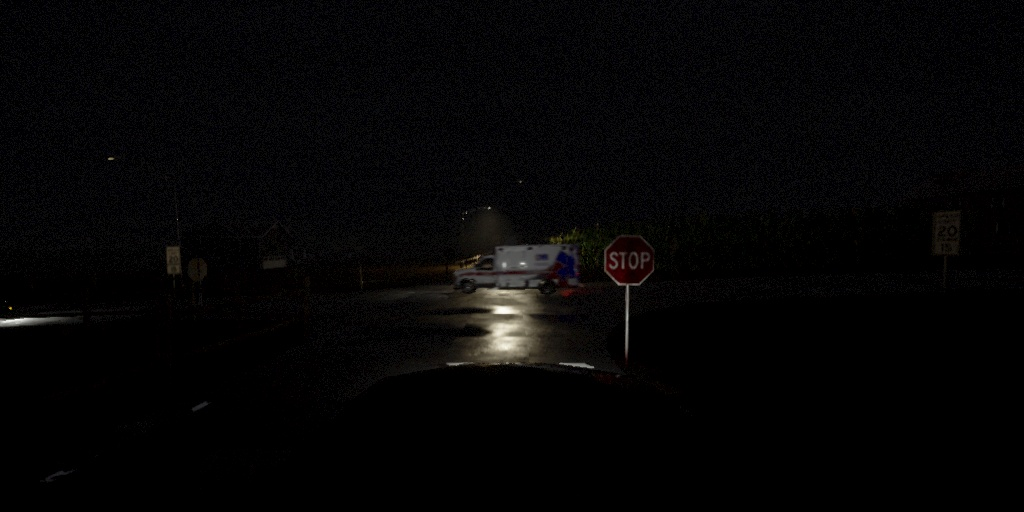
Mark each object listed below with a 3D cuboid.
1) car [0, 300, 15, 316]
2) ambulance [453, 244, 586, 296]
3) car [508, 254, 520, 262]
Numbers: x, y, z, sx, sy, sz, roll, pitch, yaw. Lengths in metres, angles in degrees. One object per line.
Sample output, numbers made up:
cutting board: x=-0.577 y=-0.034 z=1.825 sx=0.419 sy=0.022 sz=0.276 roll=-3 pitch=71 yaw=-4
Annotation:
car: x=-24.327 y=2.119 z=15.286 sx=4.181 sy=1.385 sz=1.994 roll=-2 pitch=2 yaw=0
ambulance: x=0.293 y=0.697 z=17.984 sx=6.366 sy=2.431 sz=2.351 roll=-2 pitch=1 yaw=0
car: x=0.326 y=0.310 z=62.509 sx=1.895 sy=1.301 sz=4.718 roll=0 pitch=2 yaw=0
